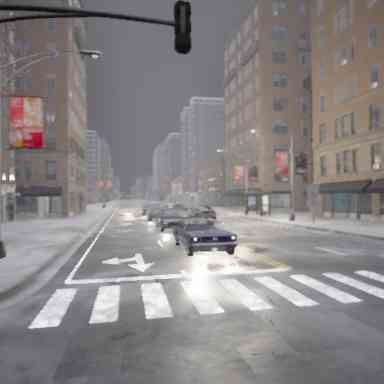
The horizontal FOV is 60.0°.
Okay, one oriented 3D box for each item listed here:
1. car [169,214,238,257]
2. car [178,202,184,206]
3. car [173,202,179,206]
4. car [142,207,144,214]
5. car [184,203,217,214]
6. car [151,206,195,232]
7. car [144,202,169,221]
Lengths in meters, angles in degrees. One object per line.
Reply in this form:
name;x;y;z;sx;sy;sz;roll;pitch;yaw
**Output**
car;0.414;1.832;14.339;1.895;1.301;4.718;0;-1;-12
car;-0.456;2.423;52.398;1.994;1.385;4.181;0;-1;-11
car;-2.429;2.521;62.169;1.882;1.535;5.008;0;-1;-11
car;-5.592;2.290;44.270;1.837;1.490;4.892;0;-1;-11
car;0.871;1.974;29.491;1.837;1.490;4.892;0;-1;-11
car;-1.509;1.953;23.849;2.033;1.411;5.357;0;-1;-11
car;-3.565;2.100;34.040;1.837;1.490;4.892;0;-1;-11
